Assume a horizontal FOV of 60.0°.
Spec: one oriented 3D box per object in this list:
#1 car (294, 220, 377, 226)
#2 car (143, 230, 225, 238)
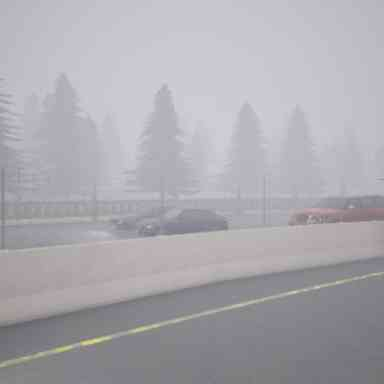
[{"bbox_3d":[7.311,1.151,16.083,5.566,2.045,2.150,0,0,-26],"label":"car"},{"bbox_3d":[-0.427,1.462,15.853,4.674,1.442,1.812,0,0,-30],"label":"car"}]
